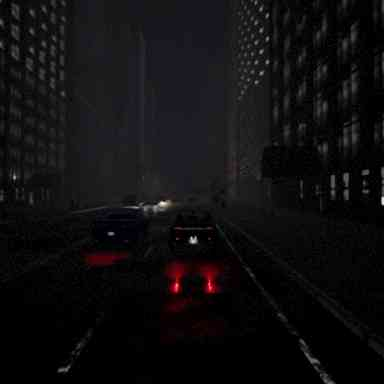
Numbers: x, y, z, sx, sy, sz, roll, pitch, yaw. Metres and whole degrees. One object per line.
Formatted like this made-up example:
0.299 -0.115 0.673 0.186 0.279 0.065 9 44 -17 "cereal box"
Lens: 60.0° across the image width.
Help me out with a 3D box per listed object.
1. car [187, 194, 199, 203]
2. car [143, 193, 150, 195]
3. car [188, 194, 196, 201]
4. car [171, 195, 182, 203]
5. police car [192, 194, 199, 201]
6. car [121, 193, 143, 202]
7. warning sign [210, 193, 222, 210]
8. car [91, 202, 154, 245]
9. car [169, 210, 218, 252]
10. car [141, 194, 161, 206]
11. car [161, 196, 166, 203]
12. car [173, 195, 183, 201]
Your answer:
-0.014 1.483 68.197 1.882 1.535 5.008 0 0 0 "car"
-9.765 1.194 69.926 2.150 2.045 5.566 0 0 0 "car"
-0.017 1.374 78.620 1.882 1.535 5.008 0 0 0 "car"
-3.265 1.529 69.029 1.812 1.442 4.674 0 0 0 "car"
0.955 1.435 88.910 1.930 1.638 5.238 0 0 0 "police car"
-9.830 1.226 53.760 2.150 2.045 5.566 0 0 0 "car"
2.826 1.119 38.811 1.300 1.860 1.060 -1 -1 0 "warning sign"
-3.173 1.470 15.553 1.882 1.535 5.008 0 0 0 "car"
0.067 1.494 14.018 2.128 1.511 4.902 0 0 0 "car"
-6.582 1.530 53.850 1.812 1.442 4.674 0 0 0 "car"
-6.515 1.500 69.573 1.812 1.442 4.674 0 0 0 "car"
-3.267 1.447 79.036 2.033 1.411 5.357 0 0 0 "car"
